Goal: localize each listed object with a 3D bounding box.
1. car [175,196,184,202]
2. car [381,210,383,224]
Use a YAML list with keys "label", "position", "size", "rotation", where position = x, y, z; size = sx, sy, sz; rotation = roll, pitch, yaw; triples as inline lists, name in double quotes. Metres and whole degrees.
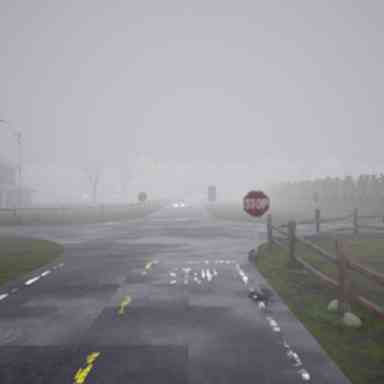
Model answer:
- label: "car"
  position: [-2.616, 1.497, 71.475]
  size: [1.895, 1.301, 4.718]
  rotation: [0, 0, 0]
- label: "car"
  position: [13.943, 1.388, 19.665]
  size: [5.008, 1.535, 1.882]
  rotation: [-1, -1, 0]
